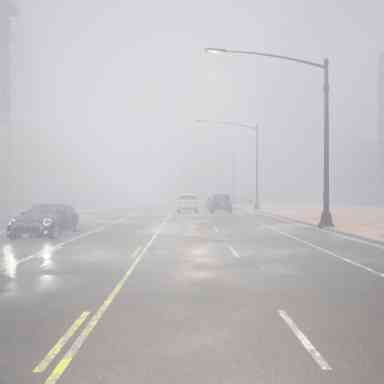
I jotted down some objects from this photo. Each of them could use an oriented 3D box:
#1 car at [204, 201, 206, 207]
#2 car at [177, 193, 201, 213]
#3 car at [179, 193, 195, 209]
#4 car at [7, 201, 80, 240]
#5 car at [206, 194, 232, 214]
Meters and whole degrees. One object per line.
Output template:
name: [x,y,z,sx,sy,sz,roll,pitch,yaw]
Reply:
car: [2.805,1.547,46.747,2.033,1.411,5.357,0,0,-1]
car: [-0.500,1.221,36.943,2.150,2.045,5.566,0,0,-1]
car: [-0.683,1.221,47.536,2.150,2.045,5.566,0,0,-1]
car: [-7.340,1.354,16.877,2.097,1.767,4.553,0,0,0]
car: [3.014,1.221,36.092,2.150,2.045,5.566,0,0,-1]
